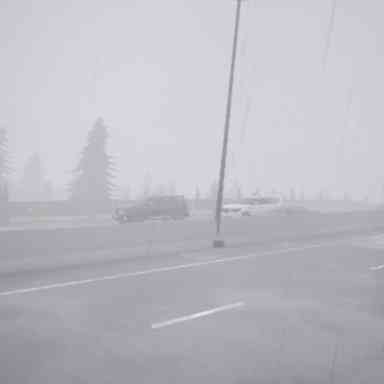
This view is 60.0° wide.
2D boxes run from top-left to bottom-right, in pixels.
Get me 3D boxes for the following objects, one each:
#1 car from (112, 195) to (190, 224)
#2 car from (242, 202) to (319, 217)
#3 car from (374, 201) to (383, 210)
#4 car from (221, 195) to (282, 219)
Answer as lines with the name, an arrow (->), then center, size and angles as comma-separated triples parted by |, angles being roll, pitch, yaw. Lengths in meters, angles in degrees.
car -> -2.768, 1.248, 23.513 | 5.566, 2.045, 2.150 | 0, 0, -35
car -> 5.991, 1.589, 21.163 | 5.357, 1.411, 2.033 | 0, 0, -35
car -> 26.092, 1.942, 44.076 | 4.892, 1.490, 1.837 | 3, -2, -36
car -> 4.451, 1.267, 24.361 | 5.566, 2.045, 2.150 | 1, 0, -36
